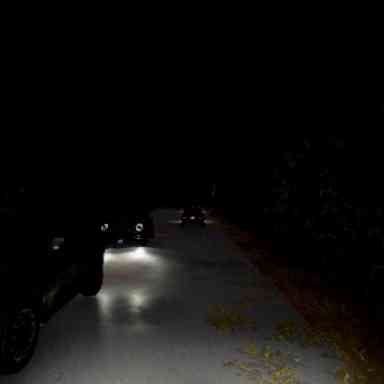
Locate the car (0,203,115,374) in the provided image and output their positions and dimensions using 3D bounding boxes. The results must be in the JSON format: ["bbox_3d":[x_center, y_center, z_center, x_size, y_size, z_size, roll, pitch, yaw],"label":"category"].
[{"bbox_3d":[-3.197,1.267,6.020,2.150,2.045,5.566,0,0,0],"label":"car"}]

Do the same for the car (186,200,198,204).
[{"bbox_3d":[0.060,1.896,43.127,2.097,1.767,4.553,0,0,0],"label":"car"}]

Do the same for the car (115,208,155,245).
[{"bbox_3d":[-3.169,1.633,17.020,2.097,1.767,4.553,0,-1,0],"label":"car"}]

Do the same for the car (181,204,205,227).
[{"bbox_3d":[0.067,1.983,26.876,2.033,1.411,5.357,0,-1,0],"label":"car"}]
